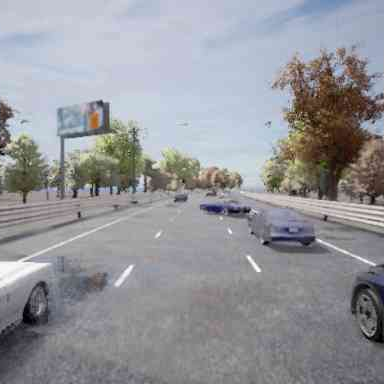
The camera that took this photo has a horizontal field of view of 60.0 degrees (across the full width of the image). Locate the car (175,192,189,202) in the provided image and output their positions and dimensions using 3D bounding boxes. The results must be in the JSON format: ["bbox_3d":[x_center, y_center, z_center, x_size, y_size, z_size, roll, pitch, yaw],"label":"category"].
[{"bbox_3d":[-1.624,0.747,53.265,2.128,1.511,4.902,0,1,4],"label":"car"}]

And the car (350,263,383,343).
[{"bbox_3d":[3.500,1.388,3.380,2.033,1.649,4.856,0,1,0],"label":"car"}]

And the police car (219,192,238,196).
[{"bbox_3d":[4.324,1.001,35.998,2.038,1.542,4.974,0,1,3],"label":"police car"}]

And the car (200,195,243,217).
[{"bbox_3d":[2.563,1.217,27.033,1.895,1.301,4.718,0,1,-32],"label":"car"}]

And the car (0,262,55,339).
[{"bbox_3d":[-3.456,1.534,3.998,1.895,1.301,4.718,0,1,0],"label":"car"}]

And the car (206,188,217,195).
[{"bbox_3d":[4.734,0.372,85.973,1.812,1.442,4.674,0,1,6],"label":"car"}]

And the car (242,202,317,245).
[{"bbox_3d":[3.623,1.348,14.257,2.033,1.411,5.357,0,1,1],"label":"car"}]

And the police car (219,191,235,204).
[{"bbox_3d":[4.910,0.774,46.969,1.930,1.638,5.238,0,1,3],"label":"police car"}]
